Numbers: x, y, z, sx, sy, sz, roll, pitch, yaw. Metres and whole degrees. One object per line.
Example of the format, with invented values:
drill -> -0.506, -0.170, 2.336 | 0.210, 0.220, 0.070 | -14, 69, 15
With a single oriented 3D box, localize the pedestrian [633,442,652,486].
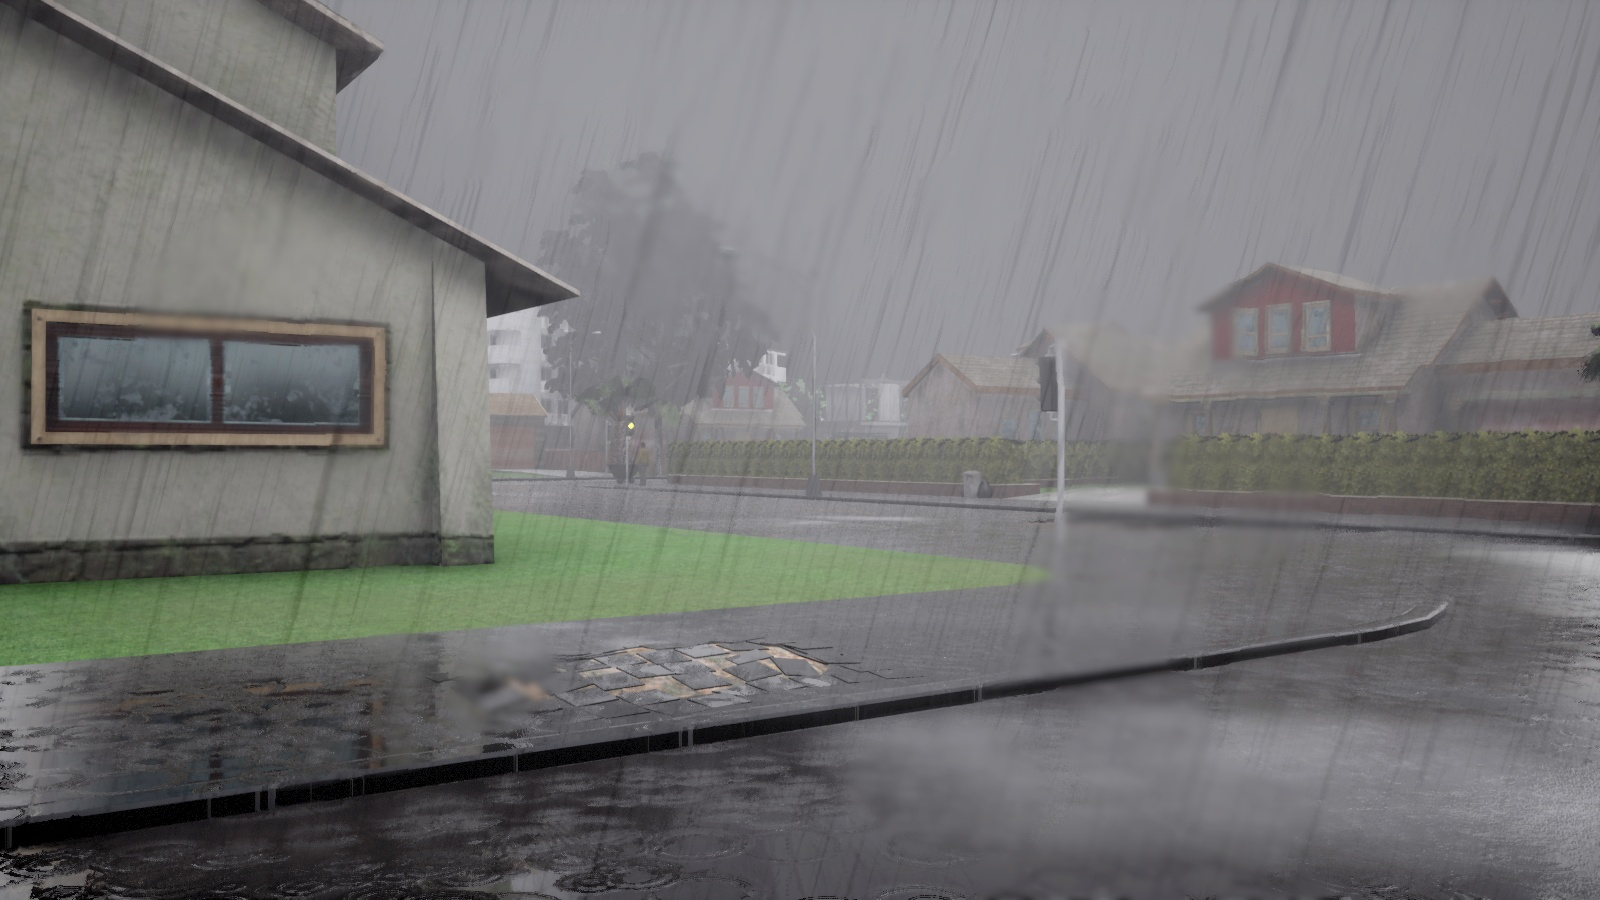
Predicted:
pedestrian -> -6.607, 0.598, 52.661 | 0.431, 1.840, 0.709 | 0, 0, -43
